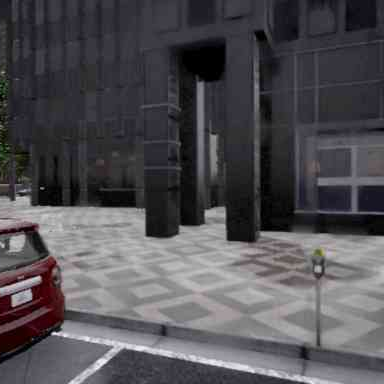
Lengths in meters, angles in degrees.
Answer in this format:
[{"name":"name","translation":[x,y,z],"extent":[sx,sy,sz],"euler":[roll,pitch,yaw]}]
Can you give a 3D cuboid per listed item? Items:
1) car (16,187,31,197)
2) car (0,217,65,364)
[{"name":"car","translation":[-25.184,-0.064,52.995],"extent":[2.033,1.411,5.357],"euler":[0,2,22]},{"name":"car","translation":[-4.137,1.268,4.566],"extent":[5.009,1.841,2.192],"euler":[0,1,21]}]
